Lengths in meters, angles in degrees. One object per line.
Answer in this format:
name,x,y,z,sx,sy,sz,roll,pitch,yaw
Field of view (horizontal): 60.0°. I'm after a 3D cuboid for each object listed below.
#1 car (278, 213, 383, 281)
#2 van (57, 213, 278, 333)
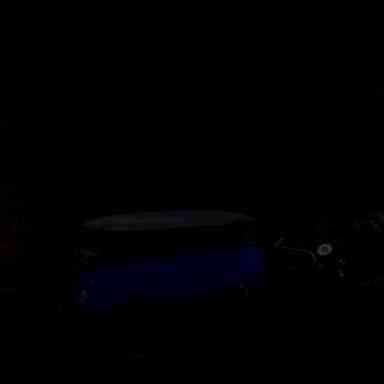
car,4.220,1.428,9.777,4.097,1.590,1.967,0,0,-36
van,-0.371,1.337,6.502,3.998,1.788,1.690,0,0,-36
